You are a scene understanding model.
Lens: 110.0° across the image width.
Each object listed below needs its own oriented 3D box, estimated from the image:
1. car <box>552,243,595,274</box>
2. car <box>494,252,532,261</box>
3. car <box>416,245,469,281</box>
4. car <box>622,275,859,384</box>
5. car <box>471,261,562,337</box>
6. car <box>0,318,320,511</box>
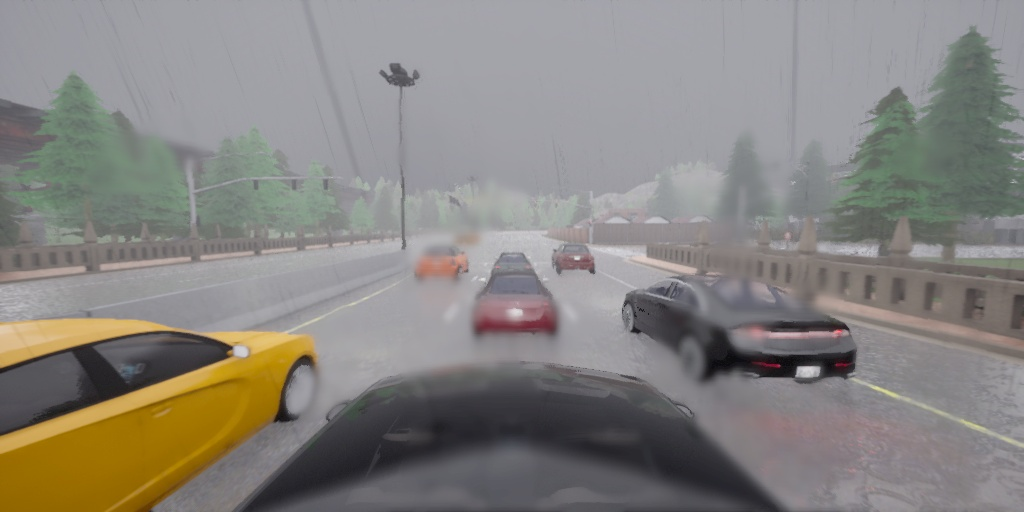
[{"bbox_3d":[3.581,-0.013,21.561,2.097,1.767,4.553,0,5,1],"label":"car"},{"bbox_3d":[0.034,0.476,17.929,1.994,1.385,4.181,0,4,0],"label":"car"},{"bbox_3d":[-3.467,0.205,18.677,2.097,1.767,4.553,0,4,0],"label":"car"},{"bbox_3d":[3.584,1.092,6.759,2.128,1.511,4.902,0,2,0],"label":"car"},{"bbox_3d":[0.076,1.048,9.365,1.994,1.385,4.181,0,3,0],"label":"car"},{"bbox_3d":[-3.404,1.202,2.622,1.882,1.535,5.008,0,1,0],"label":"car"}]
